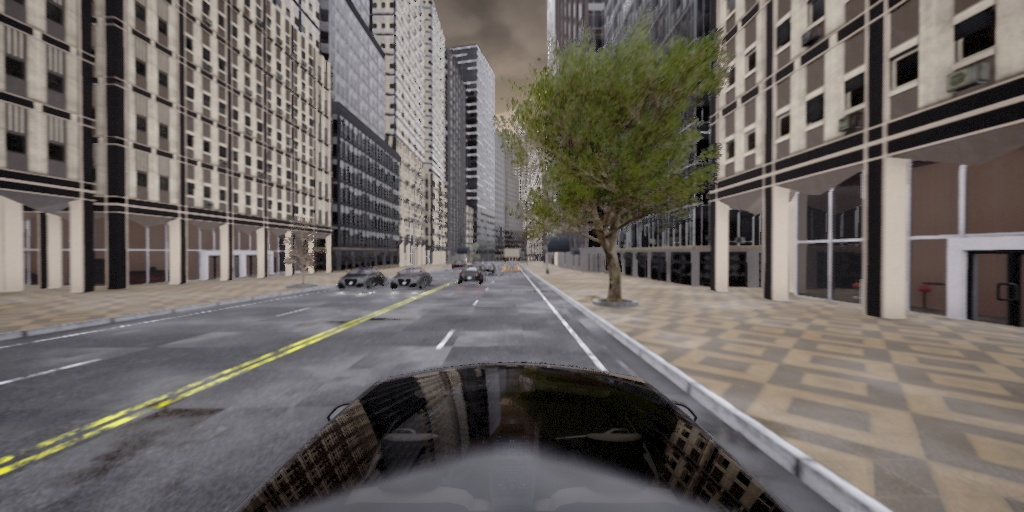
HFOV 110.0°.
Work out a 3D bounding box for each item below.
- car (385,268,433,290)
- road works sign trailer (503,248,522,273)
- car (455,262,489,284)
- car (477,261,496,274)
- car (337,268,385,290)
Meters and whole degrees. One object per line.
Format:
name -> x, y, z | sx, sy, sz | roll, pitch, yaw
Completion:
car -> -6.604, 1.472, 23.959 | 1.994, 1.385, 4.181 | 0, 0, 0
road works sign trailer -> -0.009, 0.574, 51.816 | 2.380, 3.560, 2.880 | 0, 0, 1
car -> -3.158, 1.470, 28.986 | 1.812, 1.442, 4.674 | 0, 0, 0
car -> -3.164, 1.634, 48.668 | 2.033, 1.411, 5.357 | 0, 0, 0
car -> -9.854, 1.471, 23.898 | 1.994, 1.385, 4.181 | 0, 0, 0
